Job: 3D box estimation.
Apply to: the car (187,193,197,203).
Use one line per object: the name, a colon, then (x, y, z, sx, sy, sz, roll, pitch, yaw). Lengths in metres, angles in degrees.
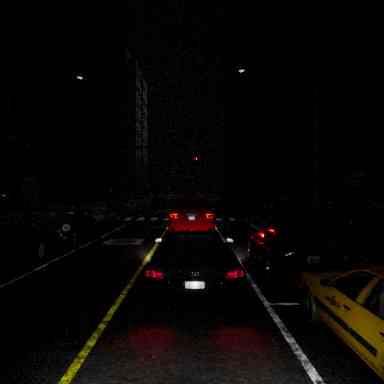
car: (0.003, 1.243, 71.693, 2.150, 2.045, 5.566, 0, 0, 0)

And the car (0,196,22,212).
car: (-17.941, 1.171, 31.941, 4.902, 1.511, 2.128, 1, 0, 0)

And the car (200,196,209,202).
car: (2.709, 1.568, 74.217, 1.887, 1.381, 4.507, 0, 0, 0)

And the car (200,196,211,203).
car: (2.713, 1.571, 68.779, 2.008, 1.369, 4.403, 0, 0, 0)

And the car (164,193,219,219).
car: (-0.009, 1.223, 17.131, 2.150, 2.045, 5.566, 0, 0, 0)

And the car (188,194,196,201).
car: (-0.063, 1.389, 89.008, 2.097, 1.767, 4.553, 0, 0, 0)

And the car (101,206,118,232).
car: (-5.778, 1.527, 20.321, 1.752, 1.417, 4.829, 0, 0, 0)

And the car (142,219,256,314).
car: (0.054, 1.564, 7.711, 1.994, 1.385, 4.181, 0, 0, 0)

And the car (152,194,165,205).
car: (-5.805, 1.329, 57.899, 2.192, 1.841, 5.009, 0, 0, 0)

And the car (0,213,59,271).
car: (-5.771, 1.545, 9.577, 1.887, 1.381, 4.507, 0, 0, 0)

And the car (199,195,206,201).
car: (2.701, 1.556, 85.262, 1.752, 1.417, 4.829, 0, 0, 0)

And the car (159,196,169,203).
car: (-5.812, 1.602, 68.773, 1.802, 1.307, 4.206, 0, 0, 0)

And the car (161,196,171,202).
car: (-5.816, 1.549, 74.041, 1.752, 1.417, 4.829, 0, 0, 0)

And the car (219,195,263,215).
car: (4.730, 1.345, 35.193, 5.566, 2.045, 2.150, 2, 0, 0)

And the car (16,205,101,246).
car: (-5.775, 1.441, 15.034, 1.967, 1.590, 4.097, 0, 0, 0)

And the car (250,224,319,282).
car: (2.754, 1.566, 9.585, 1.947, 1.339, 4.313, 0, 0, 0)

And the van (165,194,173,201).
van: (-5.824, 1.372, 85.087, 1.690, 1.788, 3.998, 0, 0, 0)

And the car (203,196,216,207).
car: (2.724, 1.452, 52.467, 1.967, 1.590, 4.097, 0, 0, 0)

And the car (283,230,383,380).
car: (2.758, 1.525, 4.298, 1.752, 1.417, 4.829, 0, 0, 0)

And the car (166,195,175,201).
car: (-5.828, 1.585, 90.524, 2.008, 1.369, 4.403, 0, 0, 0)
